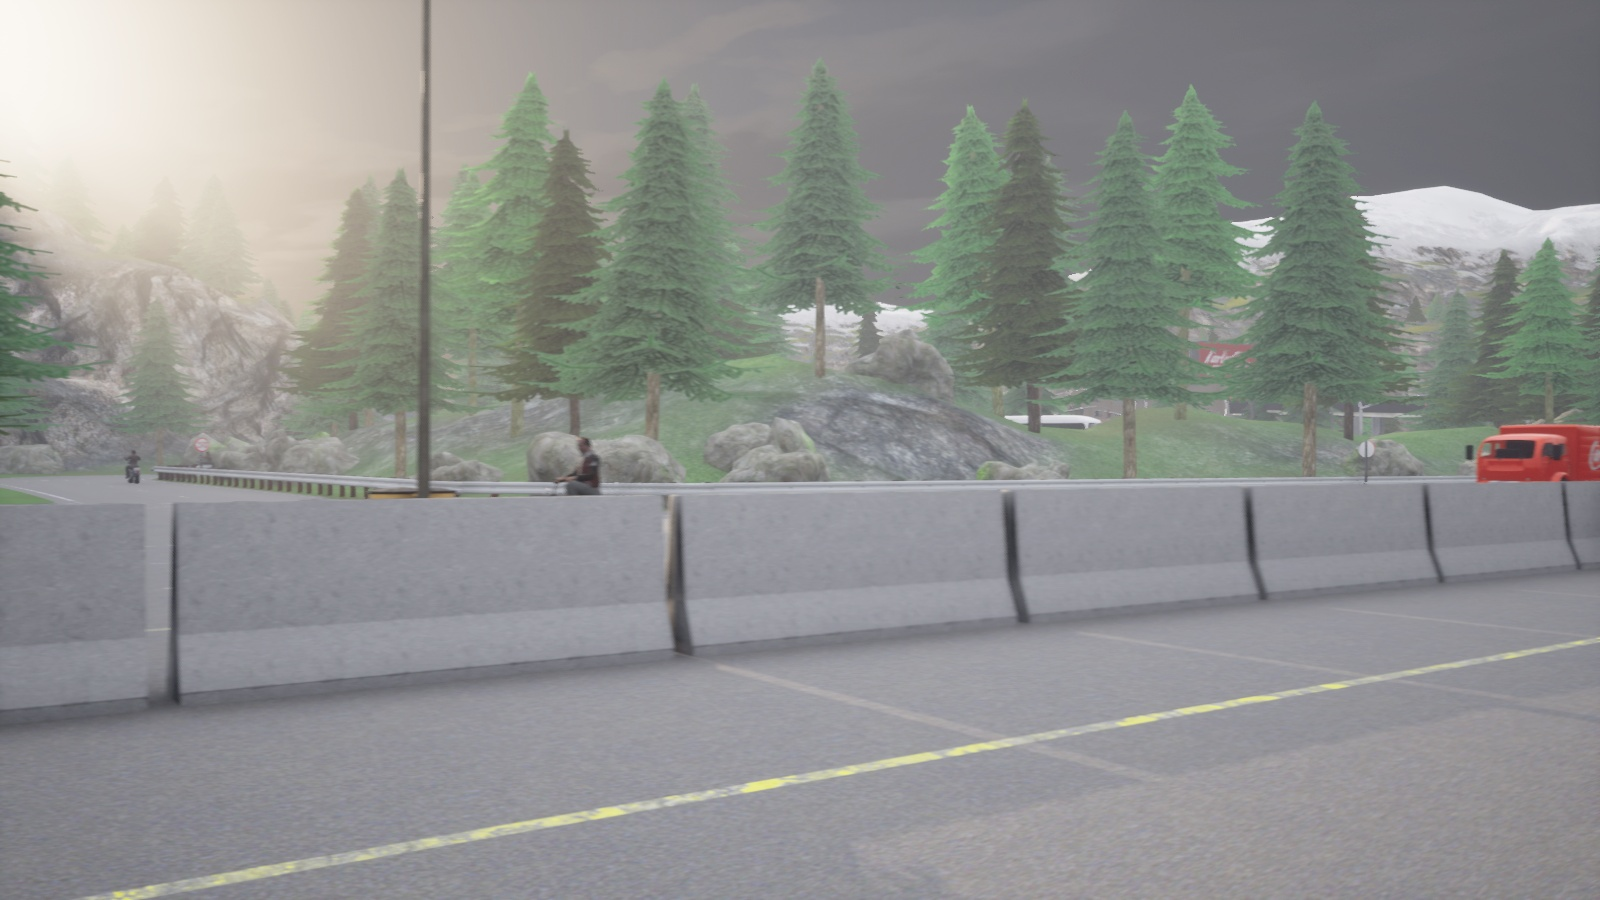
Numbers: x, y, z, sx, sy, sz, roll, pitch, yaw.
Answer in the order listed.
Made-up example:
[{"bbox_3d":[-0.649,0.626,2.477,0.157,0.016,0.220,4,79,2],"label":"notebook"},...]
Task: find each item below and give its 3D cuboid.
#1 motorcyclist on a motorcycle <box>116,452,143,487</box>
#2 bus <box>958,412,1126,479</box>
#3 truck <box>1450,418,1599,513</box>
[{"bbox_3d":[-31.927,0.933,59.801,0.766,1.649,2.350,0,-1,-38],"label":"motorcyclist on a motorcycle"},{"bbox_3d":[16.120,-0.257,84.054,10.273,4.253,3.944,0,0,34],"label":"bus"},{"bbox_3d":[20.922,0.438,35.221,5.204,2.467,2.627,1,-1,-35],"label":"truck"}]
